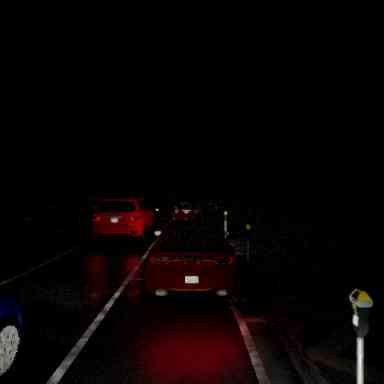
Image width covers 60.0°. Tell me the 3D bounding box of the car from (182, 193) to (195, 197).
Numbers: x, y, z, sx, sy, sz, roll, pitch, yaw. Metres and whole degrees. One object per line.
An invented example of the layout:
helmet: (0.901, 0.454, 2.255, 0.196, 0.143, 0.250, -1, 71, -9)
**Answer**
car: (-0.386, 1.314, 36.627, 2.192, 1.841, 5.009, 0, 0, 0)

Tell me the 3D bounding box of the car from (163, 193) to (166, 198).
car: (-8.912, 1.324, 87.347, 2.192, 1.841, 5.009, 0, 0, 0)

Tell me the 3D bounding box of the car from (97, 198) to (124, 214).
car: (-8.911, 1.439, 36.617, 1.967, 1.590, 4.097, 0, 0, 0)

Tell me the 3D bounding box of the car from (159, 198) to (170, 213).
car: (-3.128, 1.563, 32.024, 1.994, 1.385, 4.181, 0, 0, 0)

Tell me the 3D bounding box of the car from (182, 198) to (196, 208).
car: (-0.385, 1.565, 47.899, 1.947, 1.339, 4.313, 0, 0, 0)

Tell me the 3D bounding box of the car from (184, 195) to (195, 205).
car: (-0.386, 1.439, 59.171, 1.967, 1.590, 4.097, 0, 0, 0)

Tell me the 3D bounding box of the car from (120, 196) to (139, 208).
car: (-8.911, 1.439, 47.891, 1.967, 1.590, 4.097, 0, 0, 0)

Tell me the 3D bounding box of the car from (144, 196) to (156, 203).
car: (-8.911, 1.553, 70.437, 2.008, 1.369, 4.403, 0, 0, 0)

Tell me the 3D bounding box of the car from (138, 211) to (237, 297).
car: (-0.006, 1.477, 8.651, 1.882, 1.535, 5.008, 0, 0, 0)

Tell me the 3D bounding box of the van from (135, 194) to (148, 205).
van: (-8.911, 1.340, 59.164, 1.690, 1.788, 3.998, 0, 0, 0)

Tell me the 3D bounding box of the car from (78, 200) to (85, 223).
car: (-8.910, 1.544, 25.344, 1.887, 1.381, 4.507, 0, 0, 0)

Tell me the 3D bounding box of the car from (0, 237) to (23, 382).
car: (-3.146, 1.477, 2.384, 1.882, 1.535, 5.008, 0, 0, 0)

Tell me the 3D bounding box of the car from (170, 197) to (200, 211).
car: (-0.386, 1.439, 25.353, 1.967, 1.590, 4.097, 0, 0, 0)

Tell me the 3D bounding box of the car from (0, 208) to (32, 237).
car: (-8.910, 1.565, 14.070, 1.947, 1.339, 4.313, 0, 0, 0)

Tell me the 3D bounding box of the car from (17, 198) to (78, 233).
car: (-8.911, 1.314, 19.706, 2.192, 1.841, 5.009, 0, 0, 0)

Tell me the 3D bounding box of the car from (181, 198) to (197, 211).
car: (-0.385, 1.544, 42.263, 1.887, 1.381, 4.507, 0, 0, 0)

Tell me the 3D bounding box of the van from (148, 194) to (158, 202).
van: (-8.912, 1.345, 76.073, 1.690, 1.788, 3.998, 0, 0, 0)

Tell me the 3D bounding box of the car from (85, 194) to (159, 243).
car: (-3.137, 1.224, 16.182, 2.150, 2.045, 5.566, 0, 0, 0)

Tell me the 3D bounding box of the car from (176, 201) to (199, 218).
car: (-0.385, 1.565, 30.990, 1.947, 1.339, 4.313, 0, 0, 0)

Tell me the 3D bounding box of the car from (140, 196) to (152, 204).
car: (-8.911, 1.526, 64.631, 1.752, 1.417, 4.829, 0, 0, 0)

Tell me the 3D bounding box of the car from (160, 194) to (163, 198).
car: (-8.911, 1.447, 81.710, 1.967, 1.590, 4.097, 0, 0, 0)
